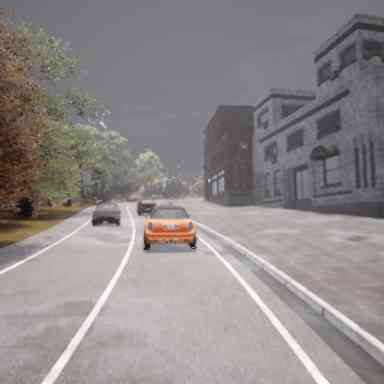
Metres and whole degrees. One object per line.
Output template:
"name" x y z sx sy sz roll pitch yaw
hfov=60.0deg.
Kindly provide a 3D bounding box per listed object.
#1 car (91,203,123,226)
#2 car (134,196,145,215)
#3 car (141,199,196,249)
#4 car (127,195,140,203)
"car" -5.870 1.519 23.302 2.033 1.411 5.357 1 0 -11
"car" -4.591 1.455 33.755 1.882 1.535 5.008 1 0 -12
"car" -1.095 1.378 14.971 2.097 1.767 4.553 0 0 -7
"car" -11.155 1.268 64.747 1.882 1.535 5.008 -1 0 6
